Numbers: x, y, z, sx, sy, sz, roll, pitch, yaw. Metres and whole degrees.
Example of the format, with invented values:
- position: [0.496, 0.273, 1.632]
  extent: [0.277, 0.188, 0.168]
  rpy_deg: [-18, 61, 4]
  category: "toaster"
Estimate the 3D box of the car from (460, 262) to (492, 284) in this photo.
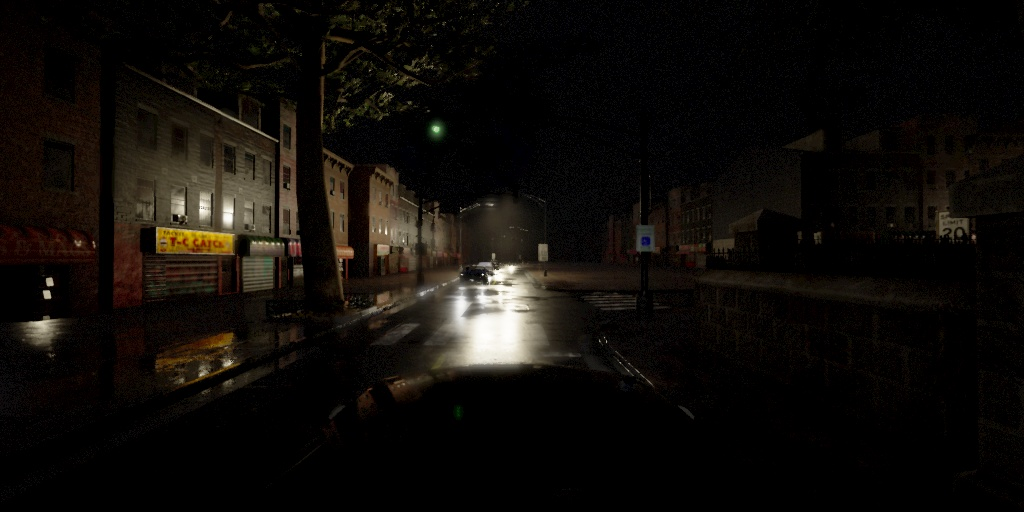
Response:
- position: [-2.770, 1.368, 26.878]
  extent: [1.895, 1.301, 4.718]
  rpy_deg: [0, 0, -1]
  category: "car"

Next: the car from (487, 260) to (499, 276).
- position: [-2.783, 1.327, 37.369]
  extent: [2.033, 1.411, 5.357]
  rpy_deg: [0, 0, 0]
  category: "car"
